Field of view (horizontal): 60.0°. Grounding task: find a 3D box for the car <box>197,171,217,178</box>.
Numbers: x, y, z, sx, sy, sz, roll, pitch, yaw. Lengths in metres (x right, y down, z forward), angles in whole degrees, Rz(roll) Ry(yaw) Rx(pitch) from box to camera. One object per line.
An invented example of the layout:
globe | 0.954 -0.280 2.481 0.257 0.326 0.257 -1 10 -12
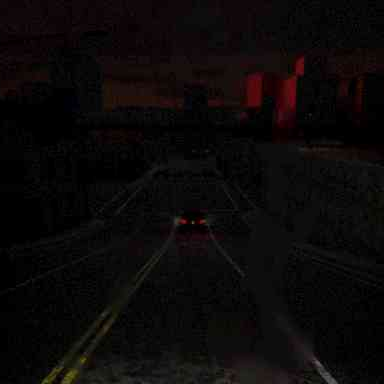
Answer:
car | 3.356 -4.053 76.324 4.974 1.542 2.038 5 11 29

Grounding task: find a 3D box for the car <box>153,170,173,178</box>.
car | -6.662 -4.078 75.617 4.536 1.218 1.853 9 13 43

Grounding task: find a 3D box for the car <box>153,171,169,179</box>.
car | -6.624 -3.917 75.608 4.974 1.542 2.038 9 13 43

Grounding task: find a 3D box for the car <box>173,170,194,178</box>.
car | -1.974 -4.080 75.589 4.536 1.218 1.853 -7 12 -35

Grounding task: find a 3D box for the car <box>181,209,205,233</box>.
car | 0.092 2.645 31.983 2.150 2.045 5.566 0 3 0

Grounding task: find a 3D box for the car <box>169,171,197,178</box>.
car | -2.016 -3.919 75.585 4.974 1.542 2.038 -7 12 -35

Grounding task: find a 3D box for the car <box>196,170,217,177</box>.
car | 3.311 -4.212 76.322 4.536 1.218 1.853 5 11 29
